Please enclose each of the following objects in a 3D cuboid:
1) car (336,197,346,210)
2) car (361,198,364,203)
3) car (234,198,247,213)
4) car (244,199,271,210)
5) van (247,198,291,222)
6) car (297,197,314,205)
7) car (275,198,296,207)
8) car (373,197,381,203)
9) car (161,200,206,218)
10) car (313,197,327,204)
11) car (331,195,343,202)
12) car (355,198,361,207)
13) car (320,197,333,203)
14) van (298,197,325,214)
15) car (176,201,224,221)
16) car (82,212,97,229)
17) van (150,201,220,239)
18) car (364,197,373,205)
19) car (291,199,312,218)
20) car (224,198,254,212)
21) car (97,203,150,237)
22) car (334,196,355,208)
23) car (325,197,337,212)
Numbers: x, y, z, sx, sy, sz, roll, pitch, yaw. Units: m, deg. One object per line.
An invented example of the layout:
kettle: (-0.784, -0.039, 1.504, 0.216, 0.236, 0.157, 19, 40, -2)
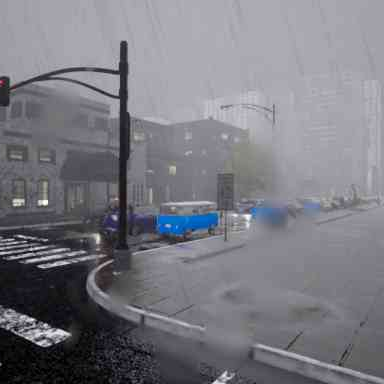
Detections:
car: (18.920, 1.729, 44.761, 1.947, 1.339, 4.313, 0, 0, 35)
car: (28.525, 1.748, 58.467, 1.752, 1.417, 4.829, 0, 0, 35)
car: (6.491, 1.604, 37.084, 1.812, 1.442, 4.674, 1, 0, 35)
car: (8.899, 1.628, 45.064, 1.887, 1.381, 4.507, 0, 0, 35)
van: (6.246, 1.436, 26.674, 1.690, 1.788, 3.998, 0, 0, 35)
car: (21.574, 1.705, 63.151, 1.887, 1.381, 4.507, 0, 0, 35)
car: (15.237, 1.665, 54.107, 1.887, 1.381, 4.507, 0, 0, 35)
car: (44.271, 1.899, 80.938, 1.947, 1.339, 4.313, 0, 0, 35)
car: (-0.705, 1.558, 31.358, 1.752, 1.417, 4.829, 0, 0, 35)
car: (27.814, 1.728, 72.056, 1.752, 1.417, 4.829, 0, 0, 35)
car: (37.418, 1.712, 85.761, 1.967, 1.590, 4.097, 0, 0, 35)
car: (25.260, 1.516, 53.807, 2.192, 1.841, 5.009, 0, 0, 35)
car: (31.080, 1.792, 76.717, 1.947, 1.339, 4.313, 0, 0, 35)
van: (12.584, 1.469, 35.718, 1.690, 1.788, 3.998, 0, 0, 35)
car: (0.810, 1.554, 29.001, 1.837, 1.490, 4.892, 1, 0, 35)
car: (-4.653, 1.528, 21.207, 1.837, 1.490, 4.892, 1, 0, 35)
van: (-0.091, 1.406, 17.629, 1.690, 1.788, 3.998, 0, 0, 35)
car: (34.764, 1.809, 67.372, 1.887, 1.381, 4.507, 0, 0, 35)
car: (9.414, 1.655, 31.195, 1.887, 1.381, 4.507, 0, 0, 35)
car: (5.732, 1.506, 40.542, 1.967, 1.590, 4.097, 0, 0, 35)
car: (-2.641, 1.396, 18.633, 2.097, 1.767, 4.553, 0, 0, 36)
car: (22.091, 1.497, 49.284, 2.192, 1.841, 5.009, 0, 0, 35)
car: (15.850, 1.671, 40.379, 1.752, 1.417, 4.829, 0, 0, 35)
